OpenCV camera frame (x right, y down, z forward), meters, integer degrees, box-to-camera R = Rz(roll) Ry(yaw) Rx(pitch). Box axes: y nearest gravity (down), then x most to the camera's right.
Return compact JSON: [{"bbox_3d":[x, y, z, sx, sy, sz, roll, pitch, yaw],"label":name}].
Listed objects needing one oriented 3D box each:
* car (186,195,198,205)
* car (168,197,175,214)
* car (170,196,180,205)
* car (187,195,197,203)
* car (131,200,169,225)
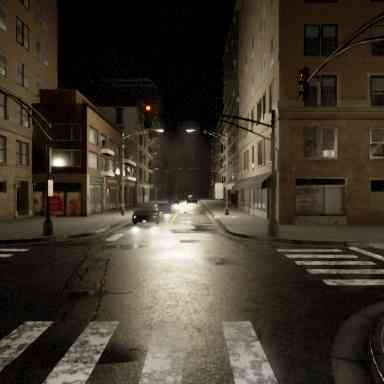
[{"bbox_3d":[0.022,1.453,59.253,2.128,1.511,4.902,0,0,0],"label":"car"},{"bbox_3d":[-3.144,1.543,35.232,1.994,1.385,4.181,0,0,0],"label":"car"},{"bbox_3d":[-3.093,1.456,57.406,2.128,1.511,4.902,0,0,0],"label":"car"},{"bbox_3d":[0.007,1.445,69.617,2.128,1.511,4.902,0,0,0],"label":"car"},{"bbox_3d":[-3.132,1.538,24.521,2.033,1.411,5.357,0,0,0],"label":"car"}]
